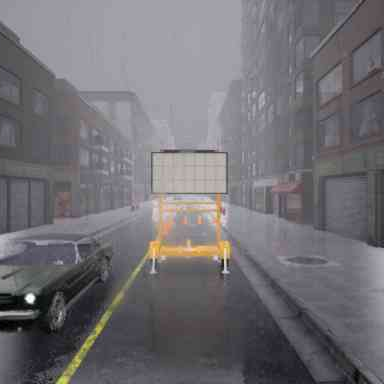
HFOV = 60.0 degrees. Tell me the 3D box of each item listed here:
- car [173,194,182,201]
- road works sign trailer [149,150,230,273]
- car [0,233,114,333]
[{"bbox_3d":[-3.653,1.330,85.925,2.097,1.767,4.553,0,0,0],"label":"car"},{"bbox_3d":[-0.079,0.465,10.616,2.380,3.560,2.880,0,0,0],"label":"road works sign trailer"},{"bbox_3d":[-3.051,1.601,6.885,1.895,1.301,4.718,0,0,0],"label":"car"}]
